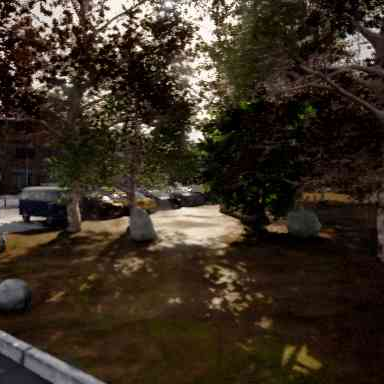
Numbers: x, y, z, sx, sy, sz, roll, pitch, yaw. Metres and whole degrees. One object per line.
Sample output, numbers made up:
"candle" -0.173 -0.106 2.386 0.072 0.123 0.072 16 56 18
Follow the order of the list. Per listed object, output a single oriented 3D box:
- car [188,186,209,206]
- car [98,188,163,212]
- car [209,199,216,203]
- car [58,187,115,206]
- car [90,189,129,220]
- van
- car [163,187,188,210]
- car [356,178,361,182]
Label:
"car" -1.448 0.371 27.742 4.892 1.521 2.231 2 4 37
"car" -4.900 0.650 23.402 5.366 1.575 1.946 2 4 37
"car" 0.215 0.228 29.958 5.008 1.535 2.097 2 4 37
"car" -9.652 0.341 30.831 1.837 1.490 4.892 2 4 37
"car" -6.381 0.830 21.050 4.792 1.488 2.163 2 4 37
"van" -8.156 0.716 18.901 4.442 1.987 1.878 2 4 37
"car" -3.073 0.543 25.499 4.792 1.488 2.163 2 4 37
"car" 39.933 -3.541 83.313 5.566 2.045 2.435 2 4 37
